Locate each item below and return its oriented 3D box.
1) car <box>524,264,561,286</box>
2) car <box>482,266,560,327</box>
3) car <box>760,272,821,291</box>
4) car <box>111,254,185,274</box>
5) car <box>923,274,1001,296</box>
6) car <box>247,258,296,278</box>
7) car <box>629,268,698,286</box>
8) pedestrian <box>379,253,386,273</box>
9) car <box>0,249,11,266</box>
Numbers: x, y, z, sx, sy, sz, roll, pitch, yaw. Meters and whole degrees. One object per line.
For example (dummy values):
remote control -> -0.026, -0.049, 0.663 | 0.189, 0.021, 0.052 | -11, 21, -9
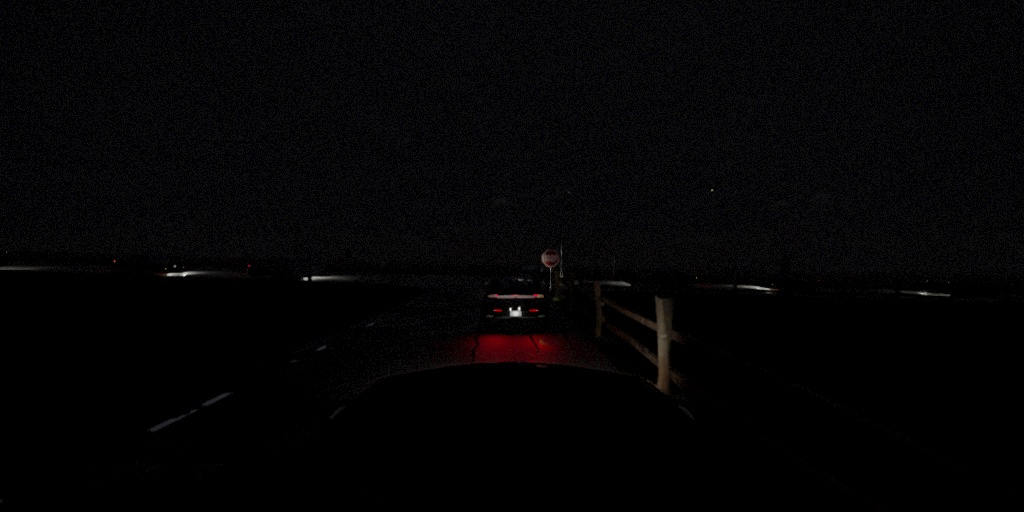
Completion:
car -> 1.735, 1.288, 23.376 | 2.128, 1.511, 4.902 | 3, 0, 25
car -> 0.097, 1.250, 11.546 | 2.128, 1.511, 4.902 | 0, 0, 0
car -> 23.348, 2.052, 30.149 | 4.181, 1.385, 1.994 | 2, 3, 0
car -> -27.753, 0.532, 27.427 | 4.181, 1.385, 1.994 | 2, 3, 0
car -> 37.615, 2.272, 30.054 | 4.553, 1.767, 2.097 | 2, 3, 0
car -> -17.712, 0.868, 27.382 | 4.181, 1.385, 1.994 | 2, 3, 1
car -> 12.720, 1.703, 30.193 | 5.357, 1.411, 2.033 | 2, 3, 0
pedestrian -> -12.042, 0.577, 33.315 | 0.375, 1.860, 0.375 | 0, 1, 0
car -> -42.269, -0.284, 27.495 | 5.566, 2.045, 2.150 | 2, 3, 1
